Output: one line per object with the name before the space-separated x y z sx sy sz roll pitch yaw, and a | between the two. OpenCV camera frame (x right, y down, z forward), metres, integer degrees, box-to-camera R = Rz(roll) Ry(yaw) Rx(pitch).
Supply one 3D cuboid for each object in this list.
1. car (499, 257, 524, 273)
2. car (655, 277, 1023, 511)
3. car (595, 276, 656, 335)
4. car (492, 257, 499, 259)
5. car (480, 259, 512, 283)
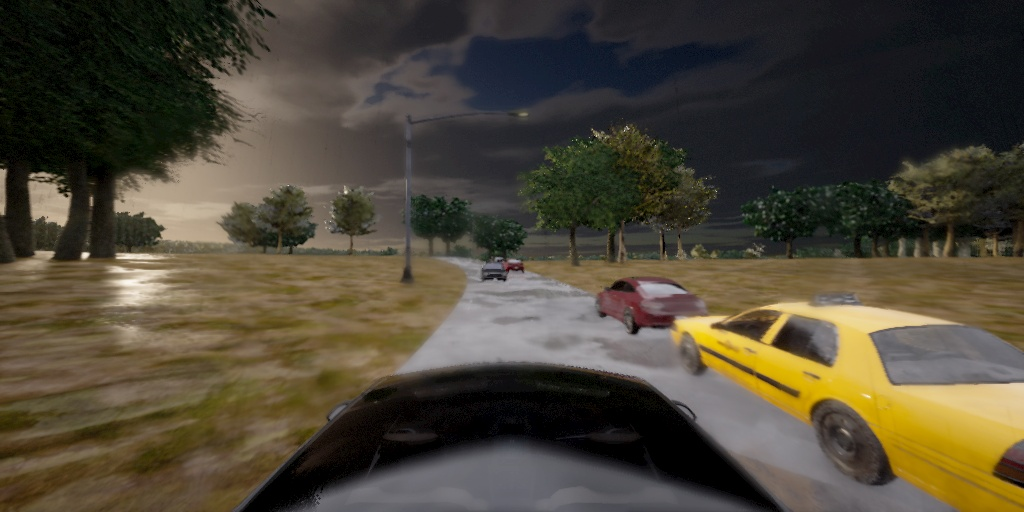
car | 0.035 1.005 38.767 1.882 1.535 5.008 1 1 -10
car | 3.887 1.234 4.600 1.801 1.575 5.366 -2 0 0
car | 3.812 1.307 10.488 1.812 1.442 4.674 -1 -1 -2
car | -2.084 0.818 49.566 1.837 1.490 4.892 1 2 -14
car | -1.483 1.215 27.888 2.033 1.411 5.357 0 1 -7
